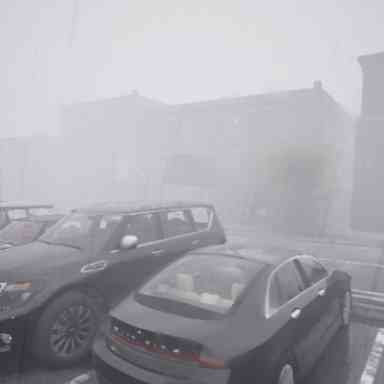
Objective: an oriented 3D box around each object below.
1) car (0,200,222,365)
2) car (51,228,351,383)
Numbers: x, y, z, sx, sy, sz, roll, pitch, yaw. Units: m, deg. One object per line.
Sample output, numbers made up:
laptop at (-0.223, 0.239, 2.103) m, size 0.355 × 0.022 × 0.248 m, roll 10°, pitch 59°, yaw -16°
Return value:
car at (-1.377, 1.228, 6.345) m, size 2.435 × 2.045 × 5.566 m, roll 0°, pitch 0°, yaw 35°
car at (0.920, 1.479, 4.735) m, size 2.231 × 1.521 × 4.892 m, roll 0°, pitch 0°, yaw 35°
